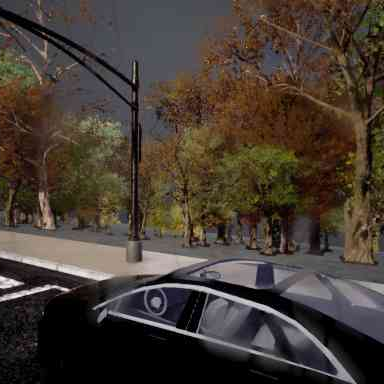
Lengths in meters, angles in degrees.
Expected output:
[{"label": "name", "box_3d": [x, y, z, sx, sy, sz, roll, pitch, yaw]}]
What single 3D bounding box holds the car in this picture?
[{"label": "car", "box_3d": [0.259, 1.491, 3.489, 4.902, 1.511, 2.128, 0, 0, 37]}]
